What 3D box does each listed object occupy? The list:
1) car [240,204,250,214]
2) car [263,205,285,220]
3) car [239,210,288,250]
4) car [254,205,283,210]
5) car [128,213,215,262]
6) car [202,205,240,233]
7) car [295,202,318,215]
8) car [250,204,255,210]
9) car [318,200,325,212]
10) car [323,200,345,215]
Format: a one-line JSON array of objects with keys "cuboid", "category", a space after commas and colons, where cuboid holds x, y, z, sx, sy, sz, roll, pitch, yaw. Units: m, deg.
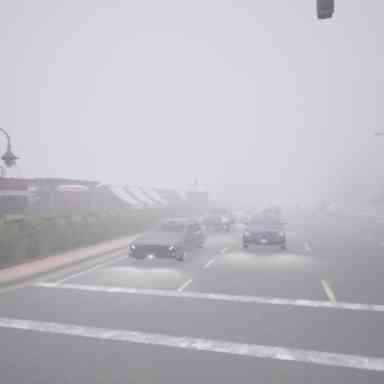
[{"cuboid": [4.142, 2.083, 31.494, 1.812, 1.442, 4.674, -1, -1, 15], "category": "car"}, {"cuboid": [8.761, 2.114, 35.149, 2.033, 1.411, 5.357, -1, -1, 15], "category": "car"}, {"cuboid": [3.551, 1.793, 15.969, 1.812, 1.442, 4.674, -1, -1, 15], "category": "car"}, {"cuboid": [6.041, 1.959, 25.204, 2.033, 1.411, 5.357, -1, -1, 15], "category": "car"}, {"cuboid": [-0.697, 1.829, 13.760, 2.033, 1.411, 5.357, -1, -1, 15], "category": "car"}, {"cuboid": [1.801, 1.777, 22.955, 2.097, 1.767, 4.553, -1, -1, 15], "category": "car"}, {"cuboid": [14.503, 2.155, 42.393, 1.812, 1.442, 4.674, -1, -1, 16], "category": "car"}, {"cuboid": [6.851, 2.236, 41.362, 1.812, 1.442, 4.674, -1, -1, 16], "category": "car"}, {"cuboid": [20.202, 2.056, 50.244, 2.097, 1.767, 4.553, -1, -1, 15], "category": "car"}, {"cuboid": [17.903, 2.094, 41.556, 1.812, 1.442, 4.674, -1, -1, 16], "category": "car"}]
